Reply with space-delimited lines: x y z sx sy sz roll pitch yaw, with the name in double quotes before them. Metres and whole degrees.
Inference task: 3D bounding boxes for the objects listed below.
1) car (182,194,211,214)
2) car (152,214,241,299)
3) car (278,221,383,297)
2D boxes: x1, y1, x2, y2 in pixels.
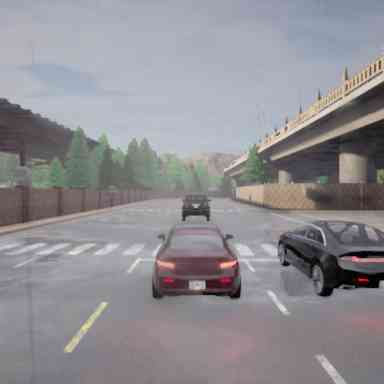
"car" 0.360 1.183 27.606 2.150 2.045 5.566 0 0 1
"car" 0.093 1.514 8.313 1.812 1.442 4.674 0 0 0
"car" 3.595 1.479 8.546 2.128 1.511 4.902 0 0 0
